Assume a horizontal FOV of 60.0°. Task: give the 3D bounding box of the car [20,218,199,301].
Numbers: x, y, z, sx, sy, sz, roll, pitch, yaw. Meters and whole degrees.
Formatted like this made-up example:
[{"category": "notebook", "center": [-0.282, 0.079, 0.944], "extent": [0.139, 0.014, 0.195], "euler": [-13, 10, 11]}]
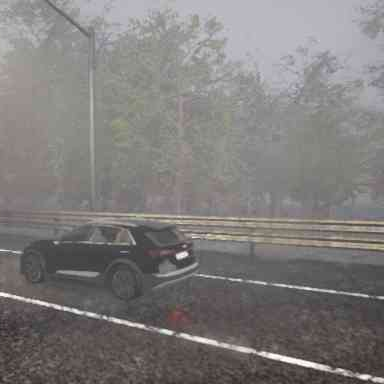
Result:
[{"category": "car", "center": [-2.182, 1.474, 8.371], "extent": [4.856, 1.649, 2.033], "euler": [-1, 0, 29]}]
